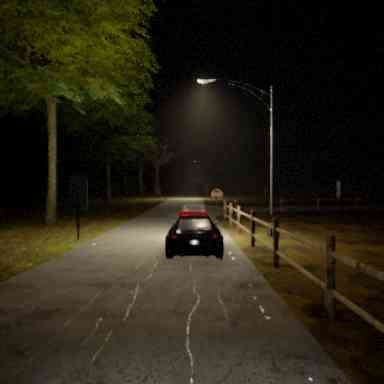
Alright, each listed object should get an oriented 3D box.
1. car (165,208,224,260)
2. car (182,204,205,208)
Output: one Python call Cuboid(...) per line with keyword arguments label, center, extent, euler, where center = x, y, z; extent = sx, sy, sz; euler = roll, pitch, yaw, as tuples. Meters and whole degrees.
Cuboid(label="car", center=(0.097, 1.529, 12.386), extent=(1.994, 1.385, 4.181), euler=(0, 0, 0))
Cuboid(label="car", center=(0.102, 1.493, 22.730), extent=(1.895, 1.301, 4.718), euler=(0, 1, 0))
